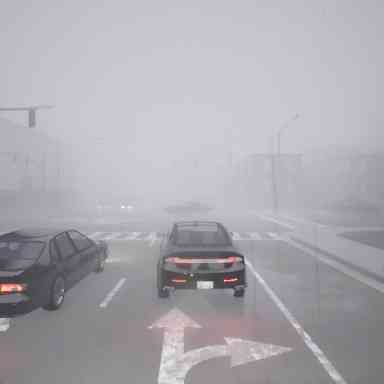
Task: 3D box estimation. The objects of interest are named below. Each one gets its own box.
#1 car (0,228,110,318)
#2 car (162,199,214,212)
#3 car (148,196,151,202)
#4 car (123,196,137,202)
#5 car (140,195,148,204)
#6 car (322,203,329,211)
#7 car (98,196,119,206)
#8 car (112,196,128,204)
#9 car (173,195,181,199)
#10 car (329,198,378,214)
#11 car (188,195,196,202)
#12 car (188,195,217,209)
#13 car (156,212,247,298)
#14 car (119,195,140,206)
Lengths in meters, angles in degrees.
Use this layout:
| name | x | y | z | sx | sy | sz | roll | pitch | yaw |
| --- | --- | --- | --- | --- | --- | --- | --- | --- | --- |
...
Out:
| name | x | y | z | sx | sy | sz | roll | pitch | yaw |
| --- | --- | --- | --- | --- | --- | --- | --- | --- | --- |
| car | -3.432 | 1.547 | 7.712 | 2.033 | 1.411 | 5.357 | 0 | 0 | 0 |
| car | -0.577 | 1.601 | 32.821 | 4.718 | 1.301 | 1.895 | 0 | 0 | -26 |
| car | -10.509 | 1.525 | 75.248 | 2.128 | 1.511 | 4.902 | 0 | 0 | 0 |
| car | -14.009 | 1.540 | 75.583 | 2.033 | 1.411 | 5.357 | 0 | 0 | 0 |
| car | -10.542 | 1.352 | 65.060 | 2.097 | 1.767 | 4.553 | 0 | 0 | 0 |
| car | 17.771 | 1.505 | 38.780 | 4.892 | 1.490 | 1.837 | 0 | 0 | 0 |
| car | -14.084 | 1.601 | 55.291 | 1.895 | 1.301 | 4.718 | 0 | 0 | 0 |
| car | -14.035 | 1.547 | 64.962 | 2.033 | 1.411 | 5.357 | 0 | 0 | 0 |
| car | -3.505 | 1.524 | 76.276 | 1.812 | 1.442 | 4.674 | 0 | 0 | 0 |
| car | 17.295 | 1.564 | 35.276 | 4.181 | 1.385 | 1.994 | 0 | 0 | 0 |
| car | -0.007 | 1.478 | 76.781 | 1.882 | 1.535 | 5.008 | 0 | 0 | 0 |
| car | 1.180 | 1.352 | 43.616 | 2.097 | 1.767 | 4.553 | 1 | 0 | -34 |
| car | 0.114 | 1.492 | 8.517 | 2.128 | 1.511 | 4.902 | 0 | 0 | -3 |
| car | -10.582 | 1.491 | 56.094 | 2.128 | 1.511 | 4.902 | 0 | 0 | 0 |
